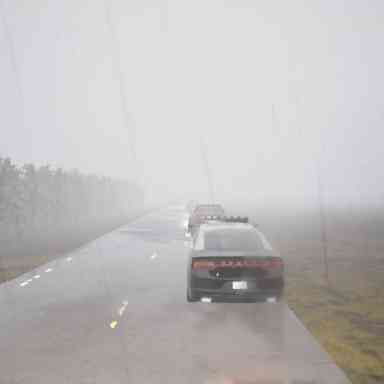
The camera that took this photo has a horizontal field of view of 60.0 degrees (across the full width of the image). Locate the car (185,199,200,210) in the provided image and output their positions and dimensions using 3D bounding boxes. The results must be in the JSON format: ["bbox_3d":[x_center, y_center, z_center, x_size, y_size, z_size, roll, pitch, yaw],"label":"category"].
[{"bbox_3d":[0.109,1.671,46.004,2.033,1.411,5.357,0,0,1],"label":"car"}]

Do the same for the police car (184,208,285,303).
[{"bbox_3d":[0.840,1.429,8.391,1.930,1.638,5.238,0,0,0],"label":"police car"}]

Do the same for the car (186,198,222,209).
[{"bbox_3d":[0.856,1.371,18.253,2.097,1.767,4.553,0,0,0],"label":"car"}]

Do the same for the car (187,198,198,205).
[{"bbox_3d":[0.113,1.773,63.352,1.994,1.385,4.181,0,0,0],"label":"car"}]

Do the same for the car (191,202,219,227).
[{"bbox_3d":[0.868,1.542,24.282,1.837,1.490,4.892,0,0,0],"label":"car"}]

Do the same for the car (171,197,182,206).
[{"bbox_3d":[-2.647,1.685,58.110,1.837,1.490,4.892,0,0,0],"label":"car"}]
